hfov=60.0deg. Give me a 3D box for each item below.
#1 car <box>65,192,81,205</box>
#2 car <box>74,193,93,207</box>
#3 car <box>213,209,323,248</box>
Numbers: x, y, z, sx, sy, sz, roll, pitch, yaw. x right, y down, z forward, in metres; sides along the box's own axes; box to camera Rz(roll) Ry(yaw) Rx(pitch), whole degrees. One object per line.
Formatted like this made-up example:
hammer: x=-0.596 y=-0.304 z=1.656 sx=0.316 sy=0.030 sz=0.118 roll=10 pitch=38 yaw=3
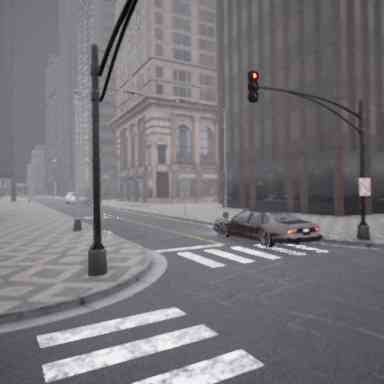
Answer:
car: x=-19.604 y=0.987 z=55.207 sx=2.150 sy=2.045 sz=5.566 roll=-1 pitch=0 yaw=-29
car: x=-14.809 y=1.311 z=46.512 sx=1.812 sy=1.442 sz=4.674 roll=-1 pitch=0 yaw=-28
car: x=2.980 y=1.440 z=14.357 sx=2.033 sy=1.411 sz=5.357 roll=0 pitch=0 yaw=-28
